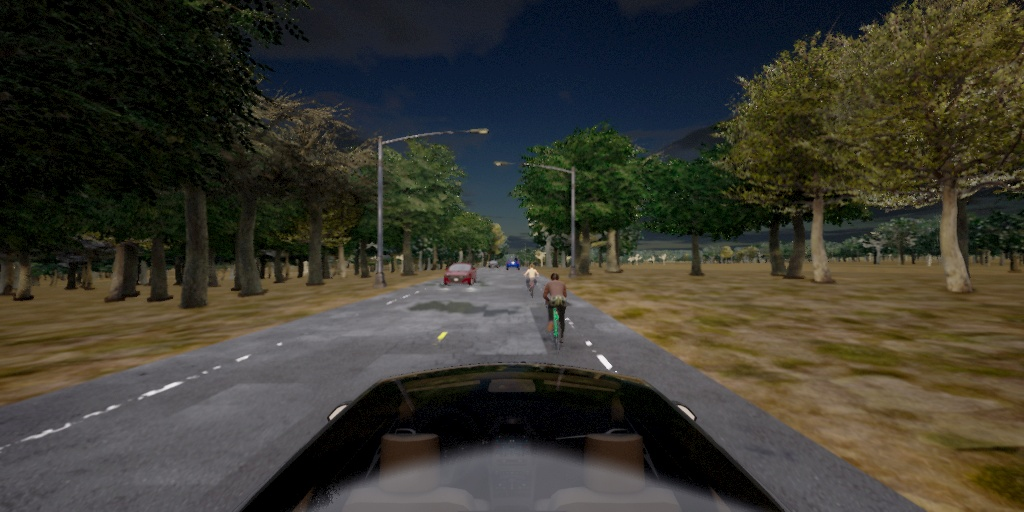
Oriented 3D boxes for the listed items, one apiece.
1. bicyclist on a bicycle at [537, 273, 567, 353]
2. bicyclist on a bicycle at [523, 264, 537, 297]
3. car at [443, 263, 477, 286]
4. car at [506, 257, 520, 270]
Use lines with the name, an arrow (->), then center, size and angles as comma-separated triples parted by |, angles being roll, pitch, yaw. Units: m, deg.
bicyclist on a bicycle -> 0.965, 1.205, 7.911 | 0.582, 1.620, 1.656 | 0, 0, 0
bicyclist on a bicycle -> 0.961, 1.192, 17.634 | 0.866, 1.612, 1.509 | 0, 0, 0
car -> -3.583, 1.244, 25.499 | 1.882, 1.535, 5.008 | 0, 0, 0
car -> 0.147, 1.240, 59.326 | 2.150, 2.045, 5.566 | 0, -1, 0
